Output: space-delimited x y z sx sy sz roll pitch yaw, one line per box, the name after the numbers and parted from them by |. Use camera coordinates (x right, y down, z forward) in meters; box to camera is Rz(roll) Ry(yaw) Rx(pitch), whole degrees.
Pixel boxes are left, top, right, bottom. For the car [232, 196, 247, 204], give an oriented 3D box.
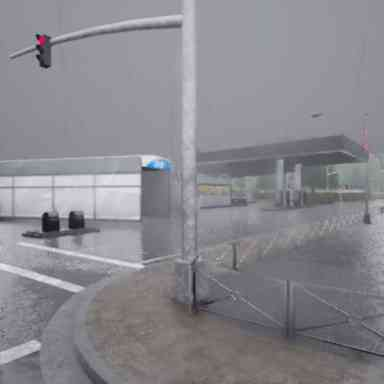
8.424 1.571 62.127 2.242 1.667 4.611 0 0 36 | car
